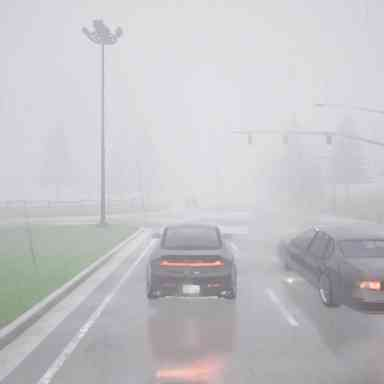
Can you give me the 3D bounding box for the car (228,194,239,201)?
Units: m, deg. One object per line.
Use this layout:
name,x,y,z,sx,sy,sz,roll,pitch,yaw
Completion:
car,10.401,1.329,82.933,2.097,1.767,4.553,0,0,0

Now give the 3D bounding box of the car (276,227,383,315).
car,3.495,1.546,7.853,2.033,1.411,5.357,0,0,0

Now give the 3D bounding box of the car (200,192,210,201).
car,3.401,1.329,82.925,2.097,1.767,4.553,0,0,0

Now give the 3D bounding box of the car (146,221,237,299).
car,0.000,1.503,8.408,1.837,1.490,4.892,0,0,0

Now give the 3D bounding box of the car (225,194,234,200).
car,10.389,1.312,92.967,1.837,1.490,4.892,0,0,0

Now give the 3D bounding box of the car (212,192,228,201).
car,6.901,1.498,82.543,2.128,1.511,4.902,0,0,0

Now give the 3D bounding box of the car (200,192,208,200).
car,3.389,1.037,92.988,2.150,2.045,5.566,0,0,0

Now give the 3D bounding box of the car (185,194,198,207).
car,-0.062,1.466,51.914,1.882,1.535,5.008,0,0,0
